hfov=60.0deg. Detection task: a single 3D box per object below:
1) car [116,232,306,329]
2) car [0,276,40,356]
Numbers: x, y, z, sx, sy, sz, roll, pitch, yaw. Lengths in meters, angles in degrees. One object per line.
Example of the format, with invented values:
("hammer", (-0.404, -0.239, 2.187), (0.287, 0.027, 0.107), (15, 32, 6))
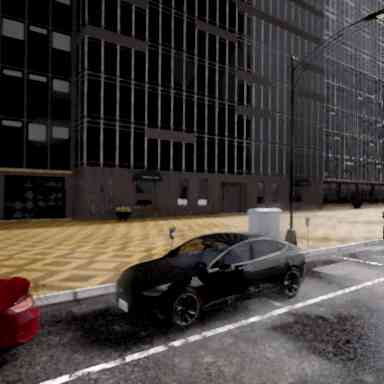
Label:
("car", (0.598, 1.572, 6.975), (4.313, 1.339, 1.947), (0, 1, -35))
("car", (-4.001, 1.581, 3.697), (4.206, 1.307, 1.802), (0, 1, -35))
